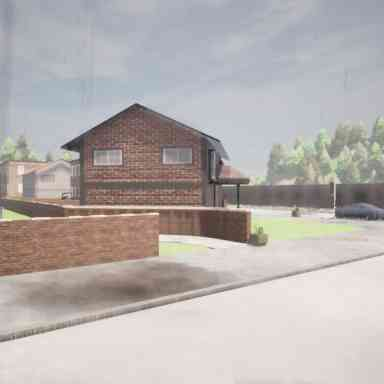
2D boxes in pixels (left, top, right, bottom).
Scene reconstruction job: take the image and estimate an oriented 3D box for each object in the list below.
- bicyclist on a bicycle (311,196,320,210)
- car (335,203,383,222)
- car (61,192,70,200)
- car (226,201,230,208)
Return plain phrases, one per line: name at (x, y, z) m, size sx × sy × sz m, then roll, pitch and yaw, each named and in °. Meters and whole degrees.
bicyclist on a bicycle at (14.683, 1.349, 39.508) m, size 1.656 × 1.620 × 0.582 m, roll 0°, pitch 0°, yaw -36°
car at (13.602, 1.564, 26.562) m, size 1.994 × 1.385 × 4.181 m, roll 0°, pitch 0°, yaw -36°
car at (-14.083, 0.973, 38.794) m, size 1.905 × 1.878 × 3.866 m, roll 0°, pitch 0°, yaw -35°
car at (2.703, 1.351, 41.846) m, size 2.097 × 1.767 × 4.553 m, roll 0°, pitch 0°, yaw -35°
